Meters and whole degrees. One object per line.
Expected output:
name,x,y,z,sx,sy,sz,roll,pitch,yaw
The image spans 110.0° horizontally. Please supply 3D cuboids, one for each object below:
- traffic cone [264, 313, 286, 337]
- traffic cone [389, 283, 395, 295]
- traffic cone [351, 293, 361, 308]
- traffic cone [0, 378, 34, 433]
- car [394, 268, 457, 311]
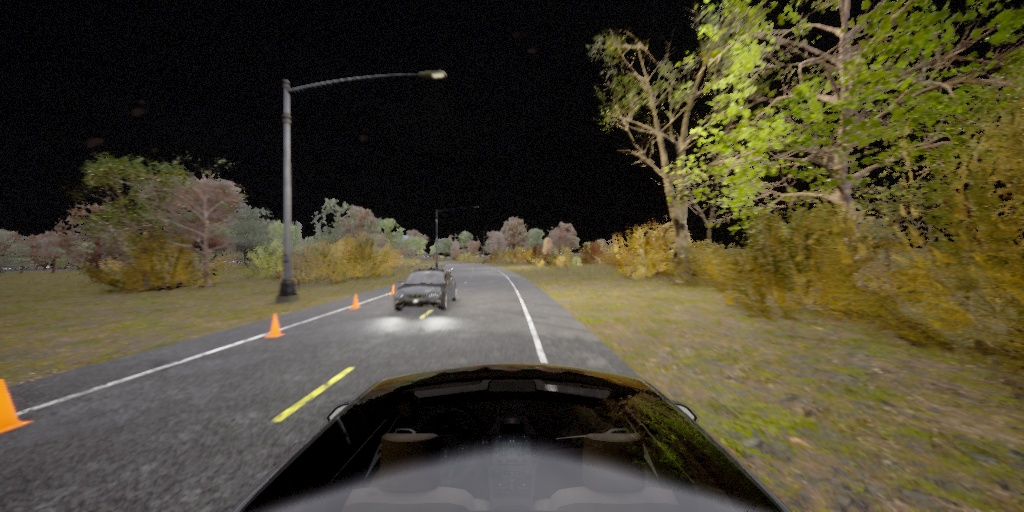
traffic cone,-6.071,1.748,9.199,0.340,0.580,0.340,0,0,-1
traffic cone,-6.322,1.757,19.124,0.340,0.580,0.340,0,0,-2
traffic cone,-6.169,1.753,14.163,0.340,0.580,0.340,0,0,-1
traffic cone,-6.031,1.745,4.235,0.340,0.580,0.340,0,0,0
car,-3.360,1.285,14.657,1.837,1.490,4.892,0,0,-2
